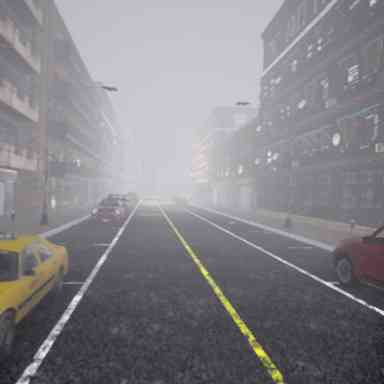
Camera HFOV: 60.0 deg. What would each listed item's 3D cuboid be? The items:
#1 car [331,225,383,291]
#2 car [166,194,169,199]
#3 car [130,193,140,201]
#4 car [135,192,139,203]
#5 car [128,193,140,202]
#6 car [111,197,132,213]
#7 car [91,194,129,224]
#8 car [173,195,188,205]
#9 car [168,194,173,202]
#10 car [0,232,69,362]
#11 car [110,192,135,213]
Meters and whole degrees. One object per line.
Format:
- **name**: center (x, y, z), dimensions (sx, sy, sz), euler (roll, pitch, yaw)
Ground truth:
- **car**: center (4.953, 1.494, 6.847), dimensions (2.192, 1.841, 5.009), euler (2, 0, -8)
- **car**: center (-6.169, 1.230, 90.657), dimensions (2.008, 1.369, 4.403), euler (2, 0, -8)
- **car**: center (-11.509, 1.050, 67.210), dimensions (1.887, 1.381, 4.507), euler (2, 0, -8)
- **car**: center (-10.018, 0.888, 56.035), dimensions (2.192, 1.841, 5.009), euler (2, 0, -8)
- **car**: center (-10.764, 0.979, 61.621), dimensions (1.967, 1.590, 4.097), euler (2, 0, -8)
- **car**: center (-7.066, 1.288, 33.686), dimensions (1.802, 1.307, 4.206), euler (2, 0, -8)
- **car**: center (-5.579, 1.212, 22.511), dimensions (1.967, 1.590, 4.097), euler (2, 0, -8)
- **car**: center (-1.747, 1.407, 57.302), dimensions (1.752, 1.417, 4.829), euler (2, 0, -8)
- **car**: center (-3.206, 1.360, 68.308), dimensions (1.887, 1.381, 4.507), euler (2, 0, -8)
- **car**: center (-3.337, 1.396, 5.579), dimensions (1.752, 1.417, 4.829), euler (2, 0, -8)
- **car**: center (-6.314, 1.054, 28.098), dimensions (2.192, 1.841, 5.009), euler (2, 0, -8)
